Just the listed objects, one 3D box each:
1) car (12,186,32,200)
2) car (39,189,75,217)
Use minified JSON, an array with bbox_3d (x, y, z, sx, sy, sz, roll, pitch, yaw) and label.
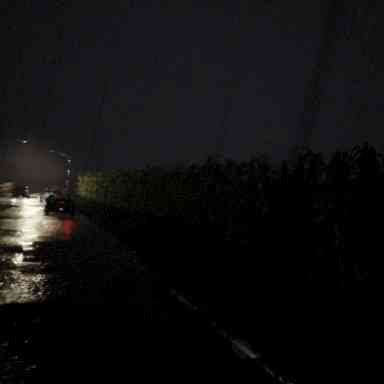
[{"bbox_3d":[-19.773,0.033,38.659,2.033,1.411,5.357,5,0,-26],"label":"car"},{"bbox_3d":[-9.325,0.810,23.330,2.128,1.511,4.902,5,0,-25],"label":"car"}]
